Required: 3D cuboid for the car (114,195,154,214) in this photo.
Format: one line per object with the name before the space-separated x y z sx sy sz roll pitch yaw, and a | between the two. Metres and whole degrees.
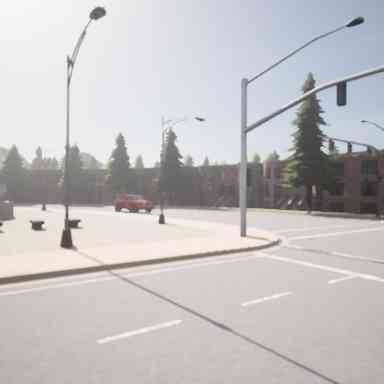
car | -6.851 1.330 38.894 5.566 2.045 2.150 0 -1 43
